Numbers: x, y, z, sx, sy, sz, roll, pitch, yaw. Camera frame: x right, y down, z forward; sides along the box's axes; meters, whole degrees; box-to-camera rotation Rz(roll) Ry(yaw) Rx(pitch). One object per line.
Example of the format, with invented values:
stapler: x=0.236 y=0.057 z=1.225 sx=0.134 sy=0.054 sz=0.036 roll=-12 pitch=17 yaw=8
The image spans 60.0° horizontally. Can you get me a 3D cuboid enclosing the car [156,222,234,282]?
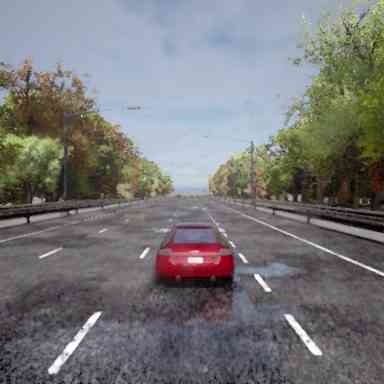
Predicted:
car: x=0.060 y=1.580 z=9.827 sx=1.994 sy=1.385 sz=4.181 roll=0 pitch=0 yaw=-1
